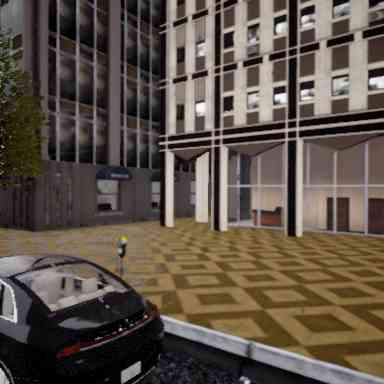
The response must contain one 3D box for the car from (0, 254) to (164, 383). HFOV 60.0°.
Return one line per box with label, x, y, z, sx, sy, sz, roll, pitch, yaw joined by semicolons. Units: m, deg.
car;-2.381;1.545;4.566;4.403;1.369;2.008;0;0;35
